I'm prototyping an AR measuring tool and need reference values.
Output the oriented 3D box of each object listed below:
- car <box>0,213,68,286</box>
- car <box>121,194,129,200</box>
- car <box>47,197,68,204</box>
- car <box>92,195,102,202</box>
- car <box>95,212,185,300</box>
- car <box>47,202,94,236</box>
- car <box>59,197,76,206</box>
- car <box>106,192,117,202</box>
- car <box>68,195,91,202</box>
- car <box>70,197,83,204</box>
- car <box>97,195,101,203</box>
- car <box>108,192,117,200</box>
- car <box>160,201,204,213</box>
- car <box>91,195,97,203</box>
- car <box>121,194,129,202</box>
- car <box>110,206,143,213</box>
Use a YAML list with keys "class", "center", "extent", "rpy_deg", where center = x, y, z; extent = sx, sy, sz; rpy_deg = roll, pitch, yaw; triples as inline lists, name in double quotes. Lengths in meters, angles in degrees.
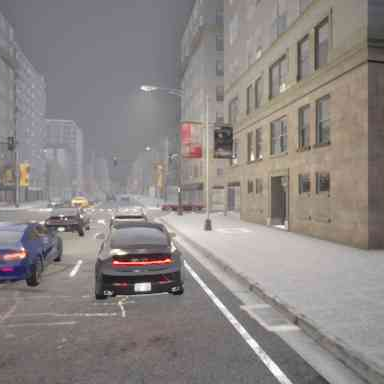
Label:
- class: "car"
  center: [-4.813, 1.528, 9.067]
  extent: [1.812, 1.442, 4.674]
  rpy_deg: [0, 0, -12]
- class: "car"
  center: [-17.829, 1.394, 88.605]
  extent: [1.837, 1.490, 4.892]
  rpy_deg: [0, 0, -12]
- class: "car"
  center: [-19.676, 1.513, 48.184]
  extent: [2.128, 1.511, 4.902]
  rpy_deg: [0, 0, -15]
- class: "car"
  center: [-22.205, 1.501, 77.534]
  extent: [1.837, 1.490, 4.892]
  rpy_deg: [0, 0, -12]
- class: "car"
  center: [-1.388, 1.506, 8.512]
  extent: [1.837, 1.490, 4.892]
  rpy_deg: [0, 0, -11]
- class: "car"
  center: [-6.643, 1.510, 18.030]
  extent: [1.837, 1.490, 4.892]
  rpy_deg: [0, 0, -12]
- class: "car"
  center: [-21.548, 1.571, 57.749]
  extent: [2.033, 1.411, 5.357]
  rpy_deg: [0, 0, -11]
- class: "car"
  center: [-18.936, 1.247, 77.776]
  extent: [2.150, 2.045, 5.566]
  rpy_deg: [0, 0, -12]
- class: "car"
  center: [-16.466, 1.498, 48.965]
  extent: [1.882, 1.535, 5.008]
  rpy_deg: [0, 0, -11]
- class: "car"
  center: [-23.491, 1.621, 67.587]
  extent: [1.895, 1.301, 4.718]
  rpy_deg: [0, 0, -12]
- class: "car"
  center: [-20.188, 1.578, 67.655]
  extent: [1.994, 1.385, 4.181]
  rpy_deg: [0, 0, -12]
- class: "car"
  center: [-21.020, 1.119, 87.985]
  extent: [2.150, 2.045, 5.566]
  rpy_deg: [0, 0, -12]
- class: "car"
  center: [-1.157, 1.646, 37.242]
  extent: [4.718, 1.301, 1.895]
  rpy_deg: [0, 0, -6]
- class: "car"
  center: [-18.287, 1.376, 58.048]
  extent: [2.097, 1.767, 4.553]
  rpy_deg: [0, 0, -12]
- class: "car"
  center: [-15.746, 1.499, 78.396]
  extent: [1.882, 1.535, 5.008]
  rpy_deg: [0, 0, -12]
- class: "car"
  center: [-3.348, 1.496, 17.629]
  extent: [2.128, 1.511, 4.902]
  rpy_deg: [0, 0, -12]
